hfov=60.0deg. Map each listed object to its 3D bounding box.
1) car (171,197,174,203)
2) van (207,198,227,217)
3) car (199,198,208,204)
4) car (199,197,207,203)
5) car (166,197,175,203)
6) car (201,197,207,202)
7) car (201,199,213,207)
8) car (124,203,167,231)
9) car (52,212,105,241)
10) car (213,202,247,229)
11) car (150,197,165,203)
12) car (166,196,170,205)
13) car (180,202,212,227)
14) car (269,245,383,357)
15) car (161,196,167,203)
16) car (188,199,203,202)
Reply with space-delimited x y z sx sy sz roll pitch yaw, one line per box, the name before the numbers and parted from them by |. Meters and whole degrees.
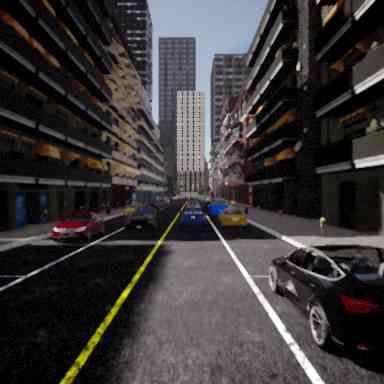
car | -5.690 1.892 72.407 1.967 1.590 4.097 -1 0 0
van | 2.685 1.546 33.731 1.690 1.788 3.998 -1 0 0
car | 2.693 2.039 77.916 2.008 1.369 4.403 -1 0 0
car | 2.694 2.052 83.610 1.752 1.417 4.829 -1 0 0
car | -5.686 2.128 88.977 1.947 1.339 4.313 -1 0 0
car | 2.690 1.896 55.822 2.008 1.369 4.403 -1 0 0
car | 2.691 1.931 61.345 2.008 1.369 4.403 -1 0 0
car | -3.097 1.680 22.064 2.033 1.411 5.357 0 0 0
car | -5.695 1.685 17.173 1.802 1.307 4.206 0 0 0
car | 2.686 1.663 22.852 1.752 1.417 4.829 0 0 0
car | -5.691 1.875 50.313 1.947 1.339 4.313 0 0 0
car | -5.690 1.925 61.360 1.887 1.381 4.507 0 0 0
car | 0.096 1.691 23.824 2.033 1.411 5.357 0 0 1
car | 2.684 1.603 6.113 1.947 1.339 4.313 0 0 0
car | -5.690 1.889 55.836 1.887 1.381 4.507 0 0 0
car | 0.106 1.884 46.092 1.895 1.301 4.718 0 0 0
